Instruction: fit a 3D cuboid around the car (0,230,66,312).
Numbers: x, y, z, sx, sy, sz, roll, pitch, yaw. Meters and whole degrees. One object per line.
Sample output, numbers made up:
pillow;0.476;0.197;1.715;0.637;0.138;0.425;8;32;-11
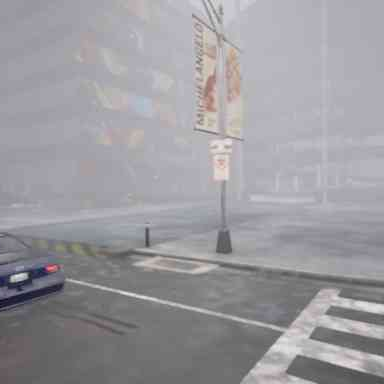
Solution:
car;-4.886;1.461;6.964;5.357;1.411;2.033;0;2;36

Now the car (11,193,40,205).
car;-20.629;0.829;40.692;4.786;1.482;2.161;0;2;33

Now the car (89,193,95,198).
car;-13.894;0.560;50.142;4.718;1.301;1.895;0;2;33

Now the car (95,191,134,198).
car;-8.182;0.609;37.407;4.674;1.452;2.002;0;2;33

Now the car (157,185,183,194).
car;-4.410;-0.380;66.025;5.566;2.045;2.435;0;2;33
